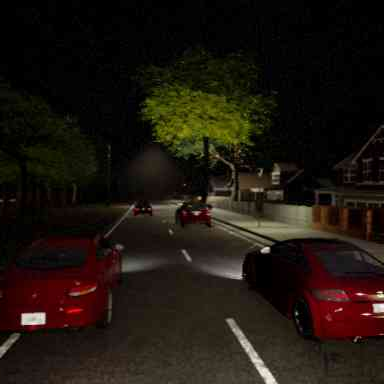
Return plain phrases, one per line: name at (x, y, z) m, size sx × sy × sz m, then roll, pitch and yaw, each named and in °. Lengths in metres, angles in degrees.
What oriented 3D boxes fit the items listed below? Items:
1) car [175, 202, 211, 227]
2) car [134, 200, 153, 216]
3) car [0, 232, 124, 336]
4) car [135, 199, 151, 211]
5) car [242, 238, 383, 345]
car at (-0.003, 1.489, 24.097) m, size 2.097 × 1.767 × 4.553 m, roll 0°, pitch 0°, yaw -8°
car at (-4.993, 1.713, 34.273) m, size 2.033 × 1.411 × 5.357 m, roll 0°, pitch 0°, yaw -8°
car at (-2.438, 1.542, 6.731) m, size 1.812 × 1.442 × 4.674 m, roll 0°, pitch 0°, yaw -8°
car at (-6.545, 1.747, 44.815) m, size 2.033 × 1.411 × 5.357 m, roll 0°, pitch 0°, yaw -8°
car at (2.439, 1.615, 6.690) m, size 1.994 × 1.385 × 4.181 m, roll 0°, pitch 0°, yaw -8°
